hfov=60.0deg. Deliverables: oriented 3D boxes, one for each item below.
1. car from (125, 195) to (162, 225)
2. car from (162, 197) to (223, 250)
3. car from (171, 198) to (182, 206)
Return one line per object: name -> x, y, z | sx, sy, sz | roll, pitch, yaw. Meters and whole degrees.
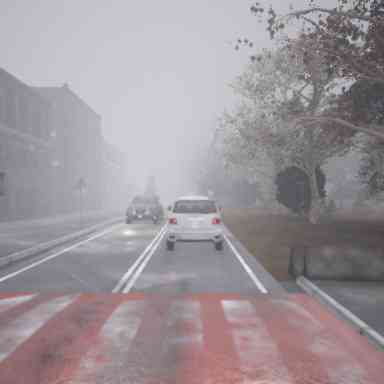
car -> -3.324, 1.220, 24.211 | 2.150, 2.045, 5.566 | 0, 0, 0
car -> 0.107, 1.214, 14.437 | 2.150, 2.045, 5.566 | 0, 0, 0
car -> -3.056, 1.887, 65.921 | 1.837, 1.490, 4.892 | 0, -1, 1
